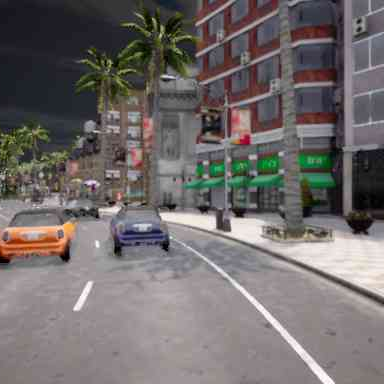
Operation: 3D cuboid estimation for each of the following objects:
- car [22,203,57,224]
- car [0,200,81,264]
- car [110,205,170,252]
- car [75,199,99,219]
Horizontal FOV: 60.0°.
[{"bbox_3d":[-12.397,1.664,26.900,1.895,1.301,4.718,0,0,-34],"label":"car"},{"bbox_3d":[-5.453,1.383,12.321,2.097,1.767,4.553,0,0,-15],"label":"car"},{"bbox_3d":[-2.386,1.362,14.235,2.097,1.767,4.553,0,0,-16],"label":"car"},{"bbox_3d":[-9.777,1.400,29.178,2.097,1.767,4.553,0,0,-33],"label":"car"}]
